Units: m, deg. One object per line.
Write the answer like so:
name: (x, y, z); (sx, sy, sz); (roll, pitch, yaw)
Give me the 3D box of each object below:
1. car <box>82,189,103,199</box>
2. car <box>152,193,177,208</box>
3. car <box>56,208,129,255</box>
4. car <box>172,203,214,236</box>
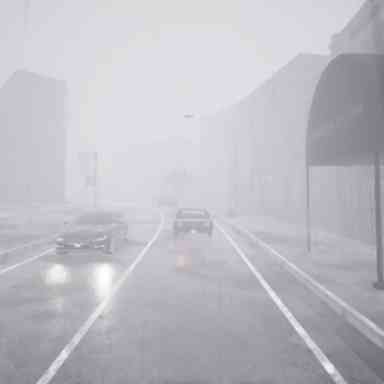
car: (-16.136, 0.275, 53.913); (1.882, 1.535, 5.008); (3, 1, -41)
car: (-3.214, 0.908, 38.407); (2.097, 1.767, 4.553); (1, 1, -18)
car: (-3.670, 1.435, 12.995); (1.837, 1.490, 4.892); (0, 1, -1)
car: (0.007, 1.488, 17.466); (1.895, 1.301, 4.718); (0, 1, -1)
